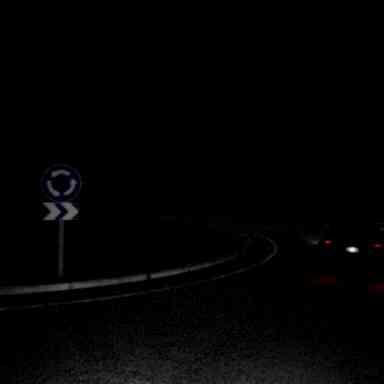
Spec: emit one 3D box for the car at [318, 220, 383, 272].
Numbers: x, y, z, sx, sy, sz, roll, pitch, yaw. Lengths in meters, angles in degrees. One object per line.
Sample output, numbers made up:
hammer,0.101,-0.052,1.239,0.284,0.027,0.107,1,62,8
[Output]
car,5.502,1.644,11.343,1.994,1.385,4.181,1,0,27
